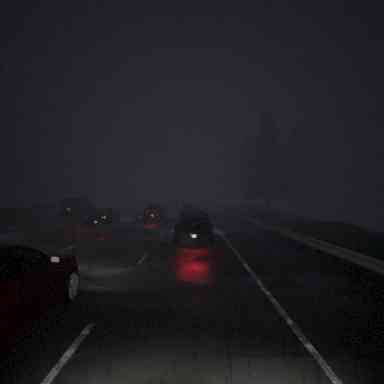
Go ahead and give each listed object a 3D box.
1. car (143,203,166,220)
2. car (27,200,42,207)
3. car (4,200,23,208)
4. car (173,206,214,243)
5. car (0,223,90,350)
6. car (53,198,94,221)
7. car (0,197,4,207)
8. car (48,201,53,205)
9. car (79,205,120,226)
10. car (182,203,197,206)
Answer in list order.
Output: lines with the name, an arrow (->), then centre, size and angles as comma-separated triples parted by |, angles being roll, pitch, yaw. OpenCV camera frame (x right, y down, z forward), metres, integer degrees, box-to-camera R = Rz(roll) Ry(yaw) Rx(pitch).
car -> -3.616, 1.864, 32.075 | 1.837, 1.490, 4.892 | 0, 0, -2
car -> -29.561, 2.239, 62.623 | 1.994, 1.385, 4.181 | 0, -1, -14
car -> -33.102, 2.242, 62.319 | 1.994, 1.385, 4.181 | 0, -1, -16
car -> 0.091, 1.699, 17.130 | 1.837, 1.490, 4.892 | 0, 0, 0
car -> -3.413, 1.538, 5.353 | 1.882, 1.535, 5.008 | 0, 0, 0
car -> -10.543, 1.566, 30.796 | 2.150, 2.045, 5.566 | 0, 0, -2
car -> -36.665, 1.894, 62.023 | 2.150, 2.045, 5.566 | 0, -1, -16
car -> -26.215, 2.290, 63.644 | 1.895, 1.301, 4.718 | 0, -1, -14
car -> -6.948, 1.893, 26.144 | 1.895, 1.301, 4.718 | 0, -1, -1
car -> -0.314, 1.878, 35.865 | 1.882, 1.535, 5.008 | 0, 0, -4
